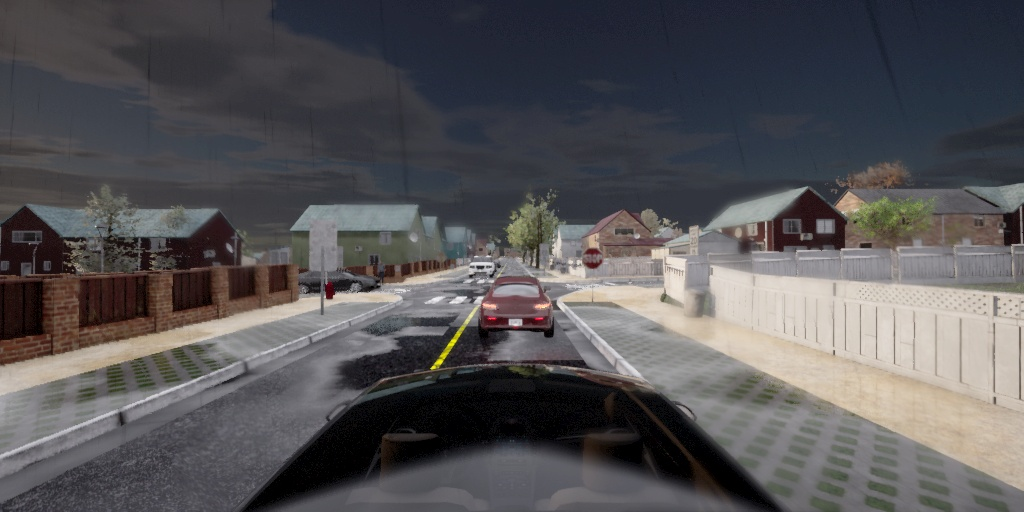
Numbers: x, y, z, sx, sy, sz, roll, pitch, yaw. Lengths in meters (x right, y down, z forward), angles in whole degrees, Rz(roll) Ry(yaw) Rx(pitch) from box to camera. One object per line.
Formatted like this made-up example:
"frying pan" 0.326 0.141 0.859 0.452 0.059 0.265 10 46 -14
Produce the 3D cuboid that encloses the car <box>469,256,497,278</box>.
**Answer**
"car" -2.819 0.973 34.363 2.150 2.045 5.566 0 0 0

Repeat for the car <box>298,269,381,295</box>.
"car" -10.199 1.471 20.809 4.892 1.490 1.837 -2 -1 -2

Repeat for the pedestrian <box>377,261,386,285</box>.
"pedestrian" -9.680 1.212 26.548 0.375 1.860 0.375 0 0 0

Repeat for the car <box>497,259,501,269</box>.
"car" -2.824 1.241 44.596 2.128 1.511 4.902 0 0 0

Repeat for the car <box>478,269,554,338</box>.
"car" 0.138 1.278 10.123 1.812 1.442 4.674 0 0 2

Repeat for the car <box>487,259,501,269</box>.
"car" -2.811 1.224 56.810 1.882 1.535 5.008 0 0 0
